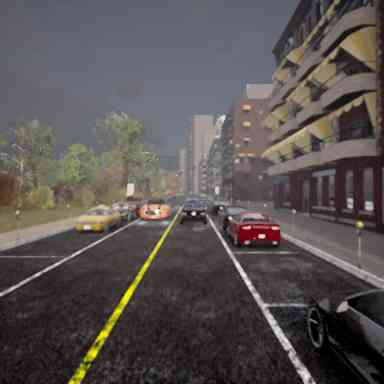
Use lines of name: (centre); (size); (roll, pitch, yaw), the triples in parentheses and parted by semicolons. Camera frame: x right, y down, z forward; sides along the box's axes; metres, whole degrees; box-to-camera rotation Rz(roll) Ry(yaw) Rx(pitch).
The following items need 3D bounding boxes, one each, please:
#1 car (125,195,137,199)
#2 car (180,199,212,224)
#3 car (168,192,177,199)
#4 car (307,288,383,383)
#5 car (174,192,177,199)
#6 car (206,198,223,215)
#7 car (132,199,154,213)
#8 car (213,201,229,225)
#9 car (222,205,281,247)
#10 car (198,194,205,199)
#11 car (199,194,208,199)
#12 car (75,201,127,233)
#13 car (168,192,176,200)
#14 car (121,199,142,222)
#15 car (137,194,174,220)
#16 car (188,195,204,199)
car: (-5.302, 1.198, 30.712); (2.192, 1.841, 5.009); (1, 0, 0)
car: (0.104, 1.456, 23.871); (2.033, 1.411, 5.357); (0, 0, 0)
car: (-5.296, 1.001, 91.510); (2.192, 1.841, 5.009); (1, 0, 0)
car: (2.573, 1.553, 3.165); (1.947, 1.339, 4.313); (1, 0, 0)
car: (-5.296, 1.017, 85.834); (2.192, 1.841, 5.009); (1, 0, 0)
car: (2.576, 1.446, 31.469); (1.947, 1.339, 4.313); (1, 0, 0)
car: (-5.304, 1.444, 36.368); (1.802, 1.307, 4.206); (1, 0, 0)
car: (2.575, 1.488, 20.147); (1.947, 1.339, 4.313); (1, 0, 0)
car: (2.575, 1.488, 14.487); (1.887, 1.381, 4.507); (1, 0, 0)
car: (2.582, 1.266, 92.335); (1.802, 1.307, 4.206); (1, 0, 0)
car: (2.581, 1.284, 75.285); (2.008, 1.369, 4.403); (1, 0, 0)
car: (-5.305, 1.450, 19.235); (1.752, 1.417, 4.829); (1, 0, 0)
car: (-5.300, 1.280, 74.482); (1.887, 1.381, 4.507); (1, 0, 0)
car: (-5.305, 1.454, 25.060); (2.008, 1.369, 4.403); (1, 0, 0)
car: (-2.833, 1.249, 26.745); (2.097, 1.767, 4.553); (0, 0, 0)
car: (0.108, 1.377, 39.455); (1.812, 1.442, 4.674); (0, 0, 0)
